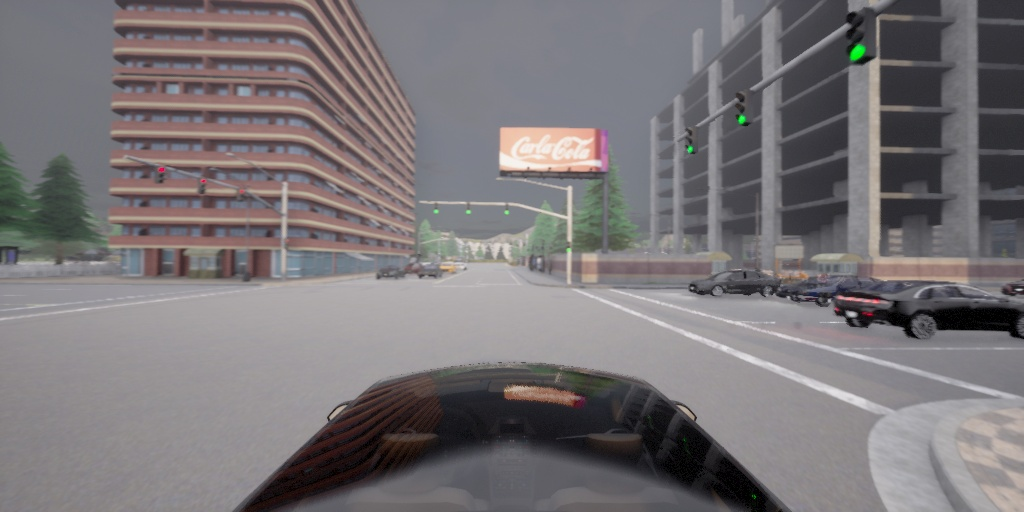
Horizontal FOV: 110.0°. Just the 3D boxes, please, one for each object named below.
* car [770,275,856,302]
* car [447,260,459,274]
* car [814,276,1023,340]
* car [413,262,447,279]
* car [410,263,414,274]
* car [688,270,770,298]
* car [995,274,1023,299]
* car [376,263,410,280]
[{"bbox_3d":[16.040,1.629,17.449,5.357,1.411,2.033,0,-1,-2],"label":"car"},{"bbox_3d":[-9.013,1.712,50.569,1.882,1.535,5.008,1,0,-2],"label":"car"},{"bbox_3d":[12.005,1.461,10.214,4.902,1.511,2.128,1,-1,-2],"label":"car"},{"bbox_3d":[-8.544,1.641,38.034,2.033,1.411,5.357,1,-1,-2],"label":"car"},{"bbox_3d":[-12.321,1.620,45.248,1.882,1.535,5.008,1,-1,-2],"label":"car"},{"bbox_3d":[12.849,1.592,20.848,4.892,1.490,1.837,-1,-1,-2],"label":"car"},{"bbox_3d":[32.275,1.843,21.468,4.181,1.385,1.994,1,-1,-2],"label":"car"},{"bbox_3d":[-11.956,1.598,35.646,1.994,1.385,4.181,1,-1,-2],"label":"car"}]
